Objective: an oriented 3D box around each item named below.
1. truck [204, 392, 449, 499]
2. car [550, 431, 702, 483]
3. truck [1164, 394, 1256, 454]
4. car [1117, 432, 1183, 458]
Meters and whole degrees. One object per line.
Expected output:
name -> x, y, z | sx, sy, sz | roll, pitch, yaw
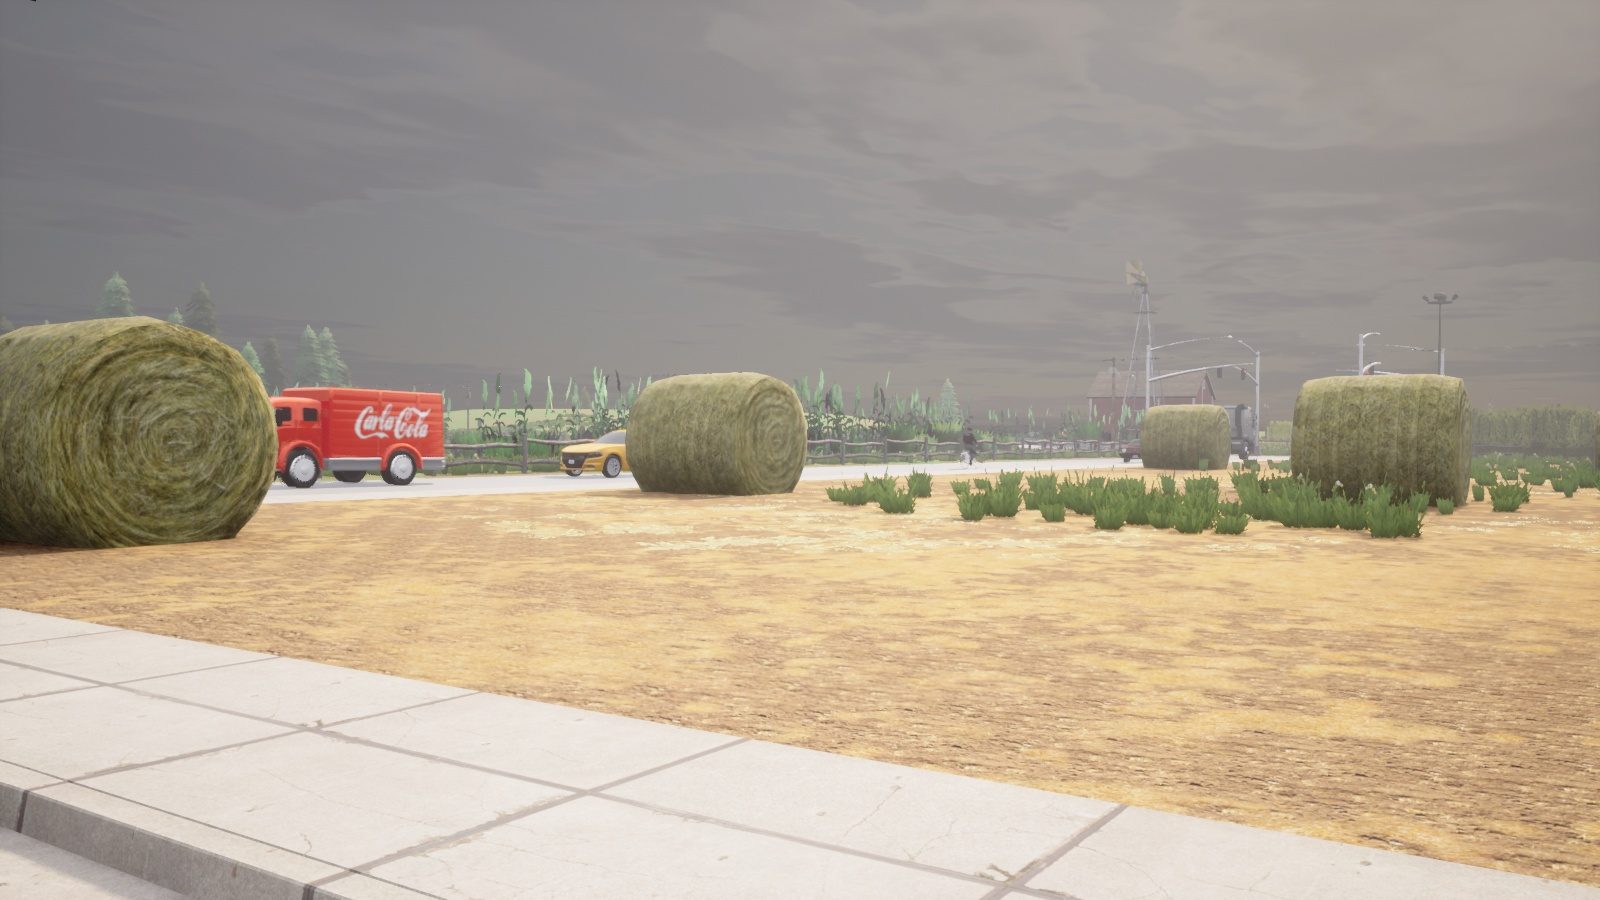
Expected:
truck -> -11.857, -0.108, 31.798 | 2.627, 2.467, 5.204 | 0, 0, 36
car -> -5.508, 0.172, 40.419 | 1.882, 1.535, 5.008 | 0, 1, 36
truck -> 24.800, -1.543, 75.659 | 2.891, 3.462, 7.936 | 0, 1, 36
car -> 18.892, -0.298, 67.641 | 1.895, 1.301, 4.718 | 0, 1, 36
